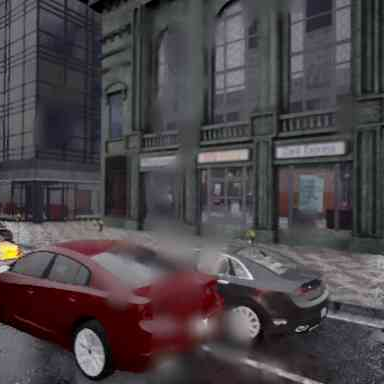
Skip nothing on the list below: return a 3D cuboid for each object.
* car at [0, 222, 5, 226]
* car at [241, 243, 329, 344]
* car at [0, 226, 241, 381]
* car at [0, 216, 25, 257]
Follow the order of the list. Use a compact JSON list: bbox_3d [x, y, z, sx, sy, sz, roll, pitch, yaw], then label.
[{"bbox_3d":[-6.803,1.549,9.448,5.366,1.575,1.801,0,-1,37],"label":"car"},{"bbox_3d":[0.284,1.641,6.474,4.403,1.369,2.008,0,-1,37],"label":"car"},{"bbox_3d":[-1.895,1.547,5.630,5.008,1.535,1.882,0,-1,35],"label":"car"},{"bbox_3d":[-8.753,1.685,13.225,4.403,1.369,2.008,0,-1,37],"label":"car"}]
